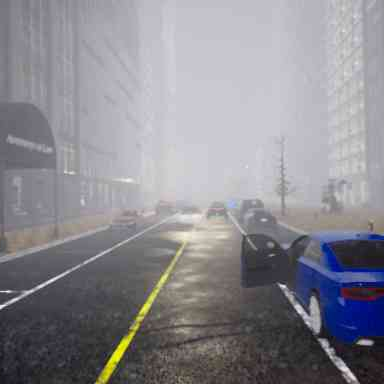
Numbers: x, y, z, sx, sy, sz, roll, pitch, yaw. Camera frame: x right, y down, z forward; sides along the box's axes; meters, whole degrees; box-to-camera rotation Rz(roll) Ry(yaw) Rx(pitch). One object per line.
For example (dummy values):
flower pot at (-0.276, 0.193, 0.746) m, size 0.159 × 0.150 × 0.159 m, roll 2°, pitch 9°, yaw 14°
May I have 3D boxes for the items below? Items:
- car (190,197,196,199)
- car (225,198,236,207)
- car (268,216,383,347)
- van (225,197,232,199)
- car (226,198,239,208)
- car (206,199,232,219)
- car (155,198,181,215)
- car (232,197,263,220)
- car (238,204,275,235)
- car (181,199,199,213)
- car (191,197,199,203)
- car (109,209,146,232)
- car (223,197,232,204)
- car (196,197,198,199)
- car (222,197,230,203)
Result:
car at (-0.681, 2.096, 71.479) m, size 1.887 × 1.381 × 4.507 m, roll -1°, pitch 0°, yaw 4°
car at (6.932, 1.867, 60.025) m, size 1.752 × 1.417 × 4.829 m, roll -1°, pitch 0°, yaw 4°
car at (2.934, 1.481, 6.554) m, size 1.882 × 1.535 × 5.008 m, roll -1°, pitch 0°, yaw 4°
van at (6.161, 1.611, 48.804) m, size 1.690 × 1.788 × 3.998 m, roll -1°, pitch 0°, yaw 4°
car at (6.541, 1.745, 54.330) m, size 1.967 × 1.590 × 4.097 m, roll -1°, pitch 0°, yaw 4°
car at (2.343, 1.686, 31.035) m, size 2.128 × 1.511 × 4.902 m, roll -1°, pitch -1°, yaw 4°
car at (-2.956, 1.655, 38.323) m, size 2.192 × 1.841 × 5.009 m, roll -1°, pitch 0°, yaw 4°
car at (4.646, 1.443, 26.699) m, size 2.192 × 1.841 × 5.009 m, roll -1°, pitch 0°, yaw 4°
car at (4.270, 1.658, 21.171) m, size 1.947 × 1.339 × 4.313 m, roll -1°, pitch 0°, yaw 4°
car at (-0.126, 1.913, 40.829) m, size 1.895 × 1.301 × 4.718 m, roll -1°, pitch 0°, yaw 4°
car at (0.834, 2.237, 93.583) m, size 1.887 × 1.381 × 4.507 m, roll -1°, pitch 0°, yaw 4°
car at (-4.089, 1.815, 21.743) m, size 1.802 × 1.307 × 4.206 m, roll -1°, pitch 0°, yaw 4°
car at (8.056, 1.886, 76.435) m, size 1.967 × 1.590 × 4.097 m, roll -1°, pitch 0°, yaw 4°
car at (-0.304, 2.027, 77.006) m, size 1.967 × 1.590 × 4.097 m, roll -1°, pitch 0°, yaw 4°
car at (8.447, 2.008, 82.129) m, size 1.752 × 1.417 × 4.829 m, roll -1°, pitch 0°, yaw 4°
